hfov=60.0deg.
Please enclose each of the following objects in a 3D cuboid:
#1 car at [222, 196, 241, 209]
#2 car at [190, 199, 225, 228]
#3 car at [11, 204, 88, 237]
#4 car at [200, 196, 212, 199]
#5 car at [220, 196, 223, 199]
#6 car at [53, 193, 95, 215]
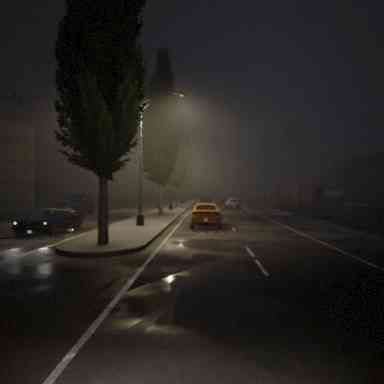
[{"bbox_3d":[5.361,1.497,43.932,1.812,1.442,4.674,0,0,2],"label":"car"},{"bbox_3d":[0.917,1.454,21.835,1.882,1.535,5.008,0,0,2],"label":"car"},{"bbox_3d":[-7.457,1.541,17.654,1.895,1.301,4.718,0,0,3],"label":"car"},{"bbox_3d":[2.386,1.418,56.346,1.882,1.535,5.008,0,0,2],"label":"car"},{"bbox_3d":[6.073,1.479,61.016,1.812,1.442,4.674,0,0,2],"label":"car"},{"bbox_3d":[-10.368,1.114,29.492,2.150,2.045,5.566,0,0,2],"label":"car"}]
